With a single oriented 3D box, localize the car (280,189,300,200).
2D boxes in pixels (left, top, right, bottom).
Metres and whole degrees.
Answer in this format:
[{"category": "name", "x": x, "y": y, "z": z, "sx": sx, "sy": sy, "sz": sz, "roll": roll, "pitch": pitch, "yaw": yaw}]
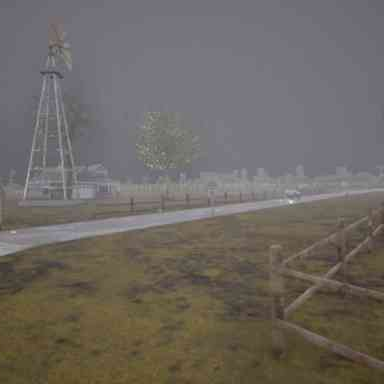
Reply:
[{"category": "car", "x": 14.663, "y": 0.354, "z": 49.409, "sx": 1.812, "sy": 1.442, "sz": 4.674, "roll": -1, "pitch": 1, "yaw": 35}]
